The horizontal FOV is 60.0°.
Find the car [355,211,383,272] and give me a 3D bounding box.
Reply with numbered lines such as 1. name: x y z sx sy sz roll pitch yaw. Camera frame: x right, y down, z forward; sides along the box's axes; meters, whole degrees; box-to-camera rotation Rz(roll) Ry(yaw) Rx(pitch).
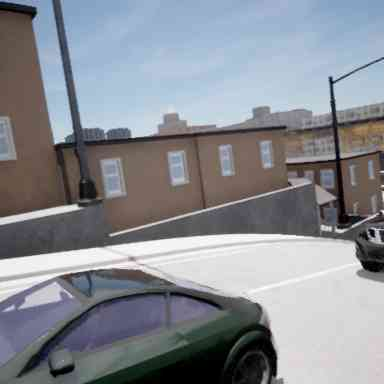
1. car: 6.713 1.126 9.071 5.566 2.045 2.150 3 -2 -37

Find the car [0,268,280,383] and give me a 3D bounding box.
1. car: -1.086 1.558 3.250 4.181 1.385 1.994 -1 1 -36
